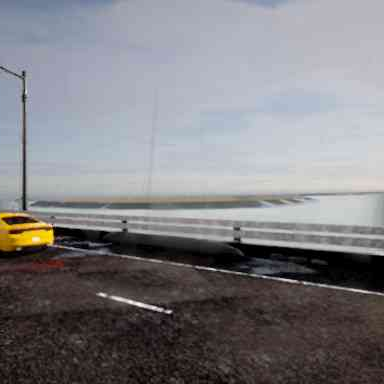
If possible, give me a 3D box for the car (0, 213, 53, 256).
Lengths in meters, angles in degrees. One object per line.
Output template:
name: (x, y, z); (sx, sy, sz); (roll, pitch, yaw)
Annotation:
car: (-7.787, 1.619, 13.807); (5.008, 1.535, 1.882); (0, 0, 36)
